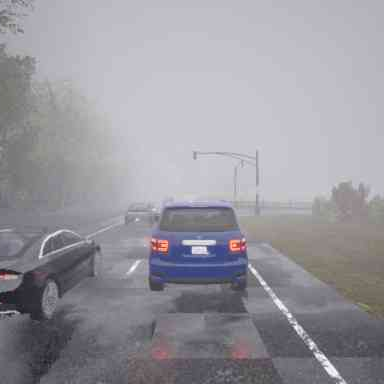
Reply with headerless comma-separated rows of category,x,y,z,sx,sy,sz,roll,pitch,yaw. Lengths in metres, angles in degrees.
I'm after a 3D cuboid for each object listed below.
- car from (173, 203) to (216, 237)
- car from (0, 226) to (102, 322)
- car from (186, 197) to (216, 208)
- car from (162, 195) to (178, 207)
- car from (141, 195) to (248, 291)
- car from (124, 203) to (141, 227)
car,0.122,1.496,19.001,2.128,1.511,4.902,0,0,0
car,-3.392,1.494,7.231,2.128,1.511,4.902,0,0,0
car,1.266,1.547,48.817,2.033,1.411,5.357,0,0,-27
car,-3.349,1.358,51.740,2.097,1.767,4.553,0,0,0
car,0.114,1.224,9.138,2.150,2.045,5.566,0,0,-1
car,-3.376,1.497,22.935,2.128,1.511,4.902,0,0,0
